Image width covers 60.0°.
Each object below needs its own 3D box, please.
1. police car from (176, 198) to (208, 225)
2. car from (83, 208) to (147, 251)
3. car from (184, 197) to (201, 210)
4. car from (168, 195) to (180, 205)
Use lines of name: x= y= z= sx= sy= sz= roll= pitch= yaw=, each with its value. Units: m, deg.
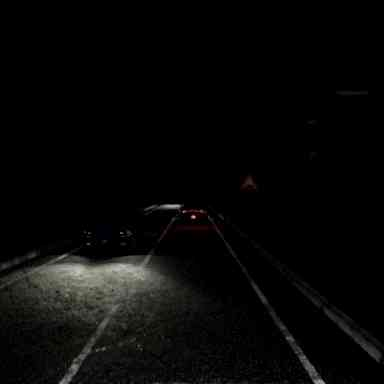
police car: x=0.095 y=1.473 z=24.053 sx=2.038 sy=1.542 sz=4.974 roll=0 pitch=0 yaw=0
car: x=-3.102 y=1.470 z=14.236 sx=1.882 sy=1.535 sz=5.008 roll=0 pitch=0 yaw=0
car: x=0.089 y=1.450 z=42.476 sx=2.033 sy=1.411 sz=5.357 roll=0 pitch=0 yaw=0
car: x=-3.065 y=1.347 z=56.674 sx=2.128 sy=1.511 sz=4.902 roll=0 pitch=0 yaw=0
